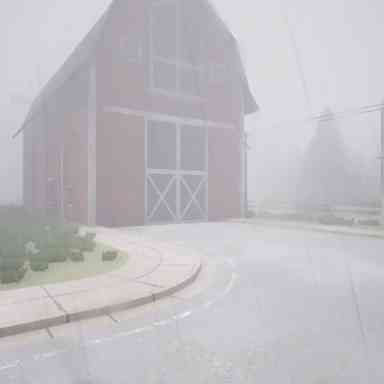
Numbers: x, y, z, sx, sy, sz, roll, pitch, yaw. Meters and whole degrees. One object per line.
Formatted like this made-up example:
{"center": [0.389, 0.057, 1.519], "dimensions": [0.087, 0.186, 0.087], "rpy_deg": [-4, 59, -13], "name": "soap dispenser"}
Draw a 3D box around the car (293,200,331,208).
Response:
{"center": [12.899, 1.590, 36.028], "dimensions": [1.994, 1.385, 4.181], "rpy_deg": [0, 0, -34], "name": "car"}
